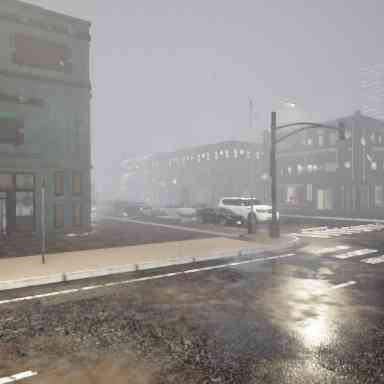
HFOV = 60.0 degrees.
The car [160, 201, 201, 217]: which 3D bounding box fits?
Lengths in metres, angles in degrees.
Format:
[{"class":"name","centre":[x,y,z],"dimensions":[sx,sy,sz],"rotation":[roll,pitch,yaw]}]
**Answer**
[{"class":"car","centre":[-1.505,1.939,35.276],"dimensions":[1.895,1.301,4.718],"rotation":[-1,0,-35]}]

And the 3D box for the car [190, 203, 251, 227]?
[{"class":"car","centre":[2.082,1.814,25.267],"dimensions":[1.947,1.339,4.313],"rotation":[-1,0,-35]}]

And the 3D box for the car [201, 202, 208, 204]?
[{"class":"car","centre":[1.214,1.903,41.519],"dimensions":[1.802,1.307,4.206],"rotation":[-1,0,-35]}]

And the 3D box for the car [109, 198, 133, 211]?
[{"class":"car","centre":[-9.560,1.976,47.015],"dimensions":[1.882,1.535,5.008],"rotation":[-1,0,-34]}]

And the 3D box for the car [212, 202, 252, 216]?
[{"class":"car","centre":[4.352,1.809,36.960],"dimensions":[2.008,1.369,4.403],"rotation":[-2,0,-35]}]

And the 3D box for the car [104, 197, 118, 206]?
[{"class":"car","centre":[-14.488,1.939,64.313],"dimensions":[2.192,1.841,5.009],"rotation":[-1,0,-35]}]

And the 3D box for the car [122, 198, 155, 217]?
[{"class":"car","centre":[-5.691,1.846,36.764],"dimensions":[1.967,1.590,4.097],"rotation":[-1,0,-35]}]

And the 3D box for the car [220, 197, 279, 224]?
[{"class":"car","centre":[4.336,1.442,26.784],"dimensions":[2.150,2.045,5.566],"rotation":[-1,0,-35]}]

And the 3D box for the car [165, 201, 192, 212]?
[{"class":"car","centre":[-1.925,1.965,46.078],"dimensions":[1.802,1.307,4.206],"rotation":[-1,0,-35]}]

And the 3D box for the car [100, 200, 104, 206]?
[{"class":"car","centre":[-17.622,2.227,68.872],"dimensions":[1.887,1.381,4.507],"rotation":[-1,0,-35]}]
